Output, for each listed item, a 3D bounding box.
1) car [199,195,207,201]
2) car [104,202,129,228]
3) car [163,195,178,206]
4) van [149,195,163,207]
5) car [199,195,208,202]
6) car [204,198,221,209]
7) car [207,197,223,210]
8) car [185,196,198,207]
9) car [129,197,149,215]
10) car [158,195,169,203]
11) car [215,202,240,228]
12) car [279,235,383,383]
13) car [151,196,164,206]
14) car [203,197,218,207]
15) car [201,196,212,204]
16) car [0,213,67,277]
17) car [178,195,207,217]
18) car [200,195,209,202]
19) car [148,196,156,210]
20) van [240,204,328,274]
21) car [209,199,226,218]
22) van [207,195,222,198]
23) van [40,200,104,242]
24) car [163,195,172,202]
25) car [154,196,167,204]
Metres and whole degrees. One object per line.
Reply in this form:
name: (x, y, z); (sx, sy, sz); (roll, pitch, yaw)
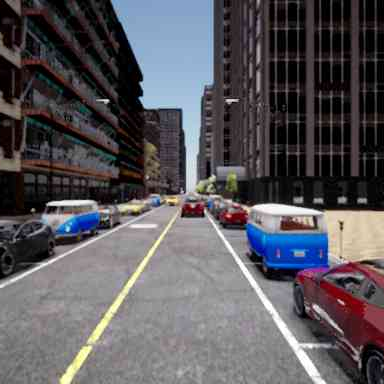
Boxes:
car: (2.684, 1.493, 83.973); (1.752, 1.417, 4.829); (0, 0, 0)
car: (-5.690, 1.509, 21.505); (2.008, 1.369, 4.403); (0, 0, 0)
car: (-3.076, 1.429, 52.965); (1.882, 1.535, 5.008); (0, 0, 0)
van: (-5.692, 1.293, 49.823); (1.690, 1.788, 3.998); (0, 0, 0)
car: (2.685, 1.504, 78.141); (1.887, 1.381, 4.507); (0, 0, 0)
car: (2.688, 1.497, 44.160); (1.887, 1.381, 4.507); (0, 0, 0)
car: (2.689, 1.504, 32.831); (2.008, 1.369, 4.403); (0, 0, 0)
car: (0.002, 1.429, 50.882); (1.882, 1.535, 5.008); (0, 0, 0)
car: (-5.691, 1.479, 32.661); (1.752, 1.417, 4.829); (0, 0, 0)
car: (-5.694, 1.391, 66.813); (1.967, 1.590, 4.097); (0, 0, 0)
car: (2.690, 1.540, 21.505); (1.802, 1.307, 4.206); (0, 0, 0)
car: (2.693, 1.570, 4.516); (1.802, 1.307, 4.206); (0, 0, 0)
car: (-5.693, 1.476, 55.317); (1.752, 1.417, 4.829); (0, 0, 0)
car: (2.688, 1.502, 49.824); (2.008, 1.369, 4.403); (0, 0, 0)
car: (2.686, 1.495, 61.152); (1.887, 1.381, 4.507); (0, 0, 0)
car: (-5.688, 1.541, 10.179); (1.947, 1.339, 4.313); (0, 0, 0)
car: (0.080, 1.305, 31.329); (2.097, 1.767, 4.553); (0, 0, 0)
car: (2.685, 1.393, 72.479); (1.967, 1.590, 4.097); (0, 0, 0)
car: (-5.692, 1.503, 38.495); (2.008, 1.369, 4.403); (0, 0, 0)
van: (2.692, 1.316, 10.179); (1.690, 1.788, 3.998); (0, 0, 0)
car: (2.690, 1.505, 27.169); (2.008, 1.369, 4.403); (0, 0, 0)
van: (2.689, 1.294, 38.495); (1.690, 1.788, 3.998); (0, 0, 0)
van: (-5.688, 1.306, 15.843); (1.690, 1.788, 3.998); (0, 0, 0)
car: (-5.695, 1.484, 77.970); (1.752, 1.417, 4.829); (0, 0, 0)
car: (-5.694, 1.516, 61.151); (1.947, 1.339, 4.313); (0, 0, 0)
